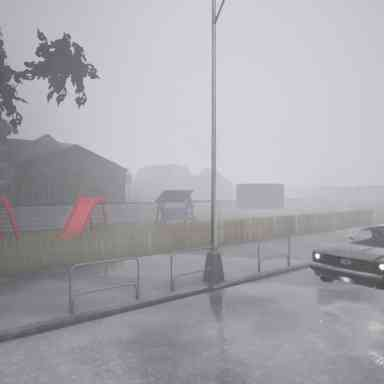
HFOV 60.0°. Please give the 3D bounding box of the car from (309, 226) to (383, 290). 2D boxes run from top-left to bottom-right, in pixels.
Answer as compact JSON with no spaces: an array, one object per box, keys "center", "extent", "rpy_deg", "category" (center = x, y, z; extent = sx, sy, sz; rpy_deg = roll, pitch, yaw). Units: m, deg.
[{"center":[5.103,1.601,8.617],"extent":[4.718,1.301,1.895],"rpy_deg":[0,0,-38],"category":"car"}]
